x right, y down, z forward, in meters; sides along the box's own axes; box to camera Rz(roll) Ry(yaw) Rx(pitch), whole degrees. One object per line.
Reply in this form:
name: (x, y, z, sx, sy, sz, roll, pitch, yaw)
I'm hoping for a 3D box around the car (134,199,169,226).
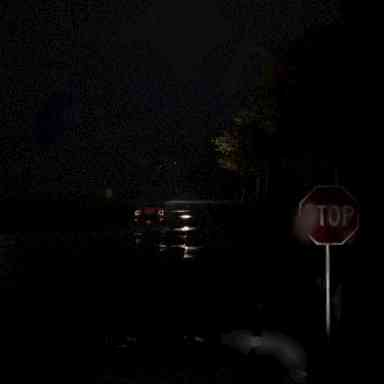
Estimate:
car: (-2.777, 1.338, 23.499, 2.097, 1.767, 4.553, 0, 0, 0)
